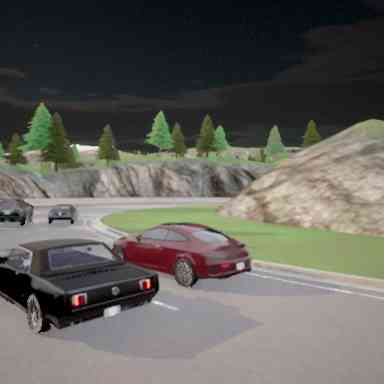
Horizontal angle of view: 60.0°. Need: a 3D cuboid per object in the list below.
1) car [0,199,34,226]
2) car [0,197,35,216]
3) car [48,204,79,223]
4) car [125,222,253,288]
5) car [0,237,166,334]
[{"bbox_3d":[-12.944,1.423,24.193,2.097,1.767,4.553,1,0,-18],"label":"car"},{"bbox_3d":[-18.084,1.452,34.034,2.097,1.767,4.553,1,0,-4],"label":"car"},{"bbox_3d":[-10.162,1.653,26.476,2.033,1.411,5.357,0,0,-14],"label":"car"},{"bbox_3d":[-0.475,1.587,9.518,4.674,1.442,1.812,0,0,45],"label":"car"},{"bbox_3d":[-2.854,1.629,6.915,4.718,1.301,1.895,0,0,45],"label":"car"}]
